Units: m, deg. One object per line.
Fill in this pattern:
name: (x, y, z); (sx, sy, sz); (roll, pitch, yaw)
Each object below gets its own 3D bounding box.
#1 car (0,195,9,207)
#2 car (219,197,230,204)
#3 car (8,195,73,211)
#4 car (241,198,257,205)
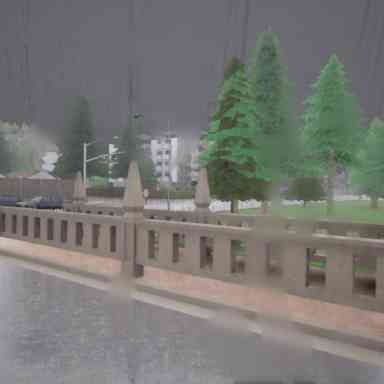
car: (-17.821, 1.008, 31.717); (2.033, 1.411, 5.357); (1, 1, 37)
car: (6.278, 1.204, 51.734); (1.895, 1.301, 4.718); (1, 1, 38)
car: (-13.766, 1.071, 31.256); (2.033, 1.411, 5.357); (1, 1, 38)
car: (9.175, 1.157, 49.757); (2.128, 1.511, 4.902); (1, 1, 38)
